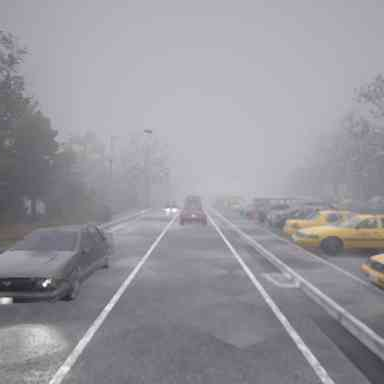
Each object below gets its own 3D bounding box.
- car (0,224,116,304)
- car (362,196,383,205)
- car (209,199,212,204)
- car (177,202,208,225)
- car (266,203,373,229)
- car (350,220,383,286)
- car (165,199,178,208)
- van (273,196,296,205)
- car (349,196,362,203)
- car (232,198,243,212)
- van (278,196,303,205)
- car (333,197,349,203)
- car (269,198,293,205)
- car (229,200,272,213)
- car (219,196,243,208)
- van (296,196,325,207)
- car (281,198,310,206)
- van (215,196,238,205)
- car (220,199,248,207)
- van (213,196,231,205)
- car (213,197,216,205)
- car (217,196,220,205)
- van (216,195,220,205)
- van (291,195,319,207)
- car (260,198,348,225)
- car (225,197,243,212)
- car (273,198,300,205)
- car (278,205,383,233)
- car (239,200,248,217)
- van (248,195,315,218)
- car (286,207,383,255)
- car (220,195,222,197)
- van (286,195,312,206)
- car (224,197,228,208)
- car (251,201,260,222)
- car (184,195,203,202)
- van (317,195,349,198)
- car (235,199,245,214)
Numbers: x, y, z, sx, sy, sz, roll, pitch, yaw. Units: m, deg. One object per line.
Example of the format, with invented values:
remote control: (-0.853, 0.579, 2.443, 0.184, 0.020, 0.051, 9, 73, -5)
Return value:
car: (-3.358, 1.581, 8.628, 2.033, 1.411, 5.357, 0, 0, 0)
car: (20.076, 1.394, 32.192, 5.566, 2.045, 2.435, 0, 0, 0)
car: (7.288, 2.247, 79.517, 5.008, 1.535, 2.097, 0, -1, 0)
car: (0.104, 1.680, 25.526, 1.994, 1.385, 4.181, 0, 0, 0)
car: (6.944, 1.559, 18.466, 4.892, 1.521, 2.231, 0, 0, 0)
car: (6.704, 1.551, 7.373, 5.366, 1.575, 1.946, 0, 0, 0)
car: (-3.226, 1.812, 52.937, 2.128, 1.511, 4.902, 0, -1, 1)
van: (20.448, 1.882, 73.725, 4.442, 1.987, 1.878, 0, -1, 0)
car: (20.091, 1.414, 34.963, 5.566, 2.045, 2.435, 0, 0, 0)
car: (7.011, 1.700, 35.123, 4.792, 1.488, 2.163, 0, 0, 0)
van: (20.184, 1.753, 68.188, 4.442, 1.987, 1.878, 0, -1, 0)
car: (20.144, 1.705, 40.502, 5.008, 1.535, 2.097, 0, 0, 0)
car: (20.340, 2.174, 76.489, 4.892, 1.521, 2.231, 0, -1, 0)
car: (7.077, 1.712, 40.675, 4.892, 1.521, 2.231, 0, 0, 0)
car: (6.915, 1.749, 46.228, 5.366, 1.575, 1.946, 0, 0, 0)
van: (20.358, 1.602, 57.248, 4.442, 1.987, 1.878, 0, 0, 0)
car: (20.291, 1.914, 65.413, 5.008, 1.535, 2.097, 0, -1, 0)
van: (7.105, 1.762, 68.421, 4.442, 1.987, 1.878, 0, -1, 0)
car: (7.164, 1.873, 57.331, 4.674, 1.452, 2.002, 0, 0, 0)
van: (7.414, 2.086, 82.297, 4.442, 1.987, 1.878, 0, -1, 0)
car: (7.220, 1.622, 62.886, 5.566, 2.045, 2.435, 0, 0, 0)
car: (7.141, 1.812, 54.556, 5.008, 1.535, 2.097, 0, 0, 0)
van: (7.060, 1.627, 60.110, 4.442, 1.987, 1.878, 0, 0, 0)
van: (20.372, 1.621, 59.893, 4.442, 1.987, 1.878, 0, 0, 0)
car: (6.996, 1.446, 21.246, 4.553, 1.767, 2.185, 0, 0, 0)
car: (6.870, 1.688, 37.900, 5.366, 1.575, 1.946, 0, 0, 0)
car: (20.131, 2.041, 70.950, 5.366, 1.575, 1.946, 0, -1, 0)
car: (7.120, 1.547, 15.697, 5.366, 1.575, 1.946, 0, 0, 0)
car: (6.981, 1.660, 29.571, 4.792, 1.488, 2.163, 0, 0, 0)
van: (7.112, 1.384, 26.796, 4.442, 1.987, 1.878, 0, 0, 0)
car: (6.735, 1.545, 13.047, 5.366, 1.575, 1.946, 0, 0, 0)
car: (7.100, 1.667, 51.780, 4.553, 1.767, 2.185, 0, 0, 0)
van: (20.155, 1.642, 62.797, 4.442, 1.987, 1.878, 0, -1, 0)
car: (7.080, 1.733, 43.451, 4.892, 1.521, 2.231, 0, 0, 0)
car: (7.009, 1.619, 24.018, 4.792, 1.488, 2.163, 0, 0, 0)
car: (0.156, 1.437, 41.872, 2.150, 2.045, 5.566, 0, -1, 0)
van: (20.297, 1.521, 46.168, 4.442, 1.987, 1.878, 0, 0, 0)
car: (6.996, 1.680, 32.347, 4.792, 1.488, 2.163, 0, 0, 0)
